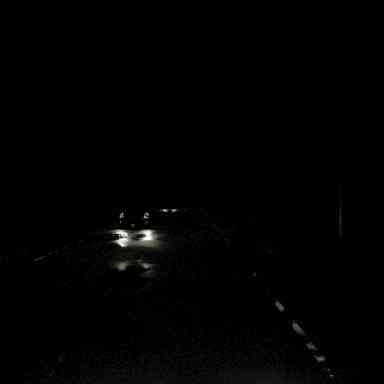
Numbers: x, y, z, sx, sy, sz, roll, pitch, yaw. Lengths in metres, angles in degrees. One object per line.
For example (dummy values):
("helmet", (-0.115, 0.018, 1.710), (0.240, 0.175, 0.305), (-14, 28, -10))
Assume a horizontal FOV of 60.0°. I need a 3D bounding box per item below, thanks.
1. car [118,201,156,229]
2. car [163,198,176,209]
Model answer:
("car", (-3.699, 1.527, 23.023), (2.097, 1.767, 4.553), (0, -1, 0))
("car", (-4.220, 2.243, 63.860), (2.150, 2.045, 5.566), (0, -1, -1))
